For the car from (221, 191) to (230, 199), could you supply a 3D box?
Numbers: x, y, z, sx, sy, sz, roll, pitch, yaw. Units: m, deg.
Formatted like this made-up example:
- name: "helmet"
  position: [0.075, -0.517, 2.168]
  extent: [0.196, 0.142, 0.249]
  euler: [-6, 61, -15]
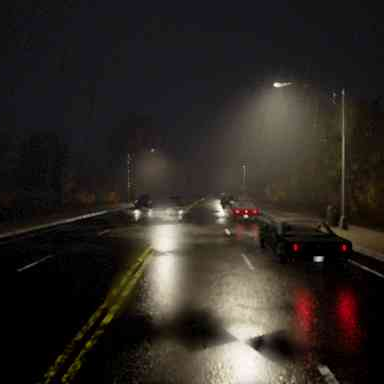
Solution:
- name: "car"
  position: [8.124, 0.643, 81.018]
  extent: [2.097, 1.767, 4.553]
  euler: [0, 1, 7]

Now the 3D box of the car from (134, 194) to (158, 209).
- name: "car"
  position: [-5.389, 1.039, 39.279]
  extent: [2.097, 1.767, 4.553]
  euler: [0, 0, 3]

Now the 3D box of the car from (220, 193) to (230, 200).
- name: "car"
  position: [6.929, 0.965, 70.192]
  extent: [1.994, 1.385, 4.181]
  euler: [0, 1, 6]

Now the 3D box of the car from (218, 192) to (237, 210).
- name: "car"
  position: [4.341, 1.134, 37.524]
  extent: [2.033, 1.649, 4.856]
  euler: [0, 1, 3]

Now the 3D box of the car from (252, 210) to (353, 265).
- name: "car"
  position: [3.485, 1.518, 11.270]
  extent: [1.895, 1.301, 4.718]
  euler: [0, 0, 1]

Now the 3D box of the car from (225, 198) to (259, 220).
- name: "car"
  position: [3.903, 1.403, 25.742]
  extent: [1.895, 1.301, 4.718]
  euler: [0, 0, 2]

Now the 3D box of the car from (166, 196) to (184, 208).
- name: "car"
  position: [-2.033, 1.197, 41.068]
  extent: [1.812, 1.442, 4.674]
  euler: [0, 0, 4]

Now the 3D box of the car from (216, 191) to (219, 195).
- name: "car"
  position: [5.897, 0.998, 59.317]
  extent: [2.128, 1.511, 4.902]
  euler: [0, 1, 5]

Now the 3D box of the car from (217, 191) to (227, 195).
- name: "car"
  position: [5.035, 1.084, 48.427]
  extent: [1.882, 1.535, 5.008]
  euler: [0, 1, 4]

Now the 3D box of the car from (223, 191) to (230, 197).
- name: "car"
  position: [9.495, 0.652, 91.887]
  extent: [1.882, 1.535, 5.008]
  euler: [0, 1, 8]
